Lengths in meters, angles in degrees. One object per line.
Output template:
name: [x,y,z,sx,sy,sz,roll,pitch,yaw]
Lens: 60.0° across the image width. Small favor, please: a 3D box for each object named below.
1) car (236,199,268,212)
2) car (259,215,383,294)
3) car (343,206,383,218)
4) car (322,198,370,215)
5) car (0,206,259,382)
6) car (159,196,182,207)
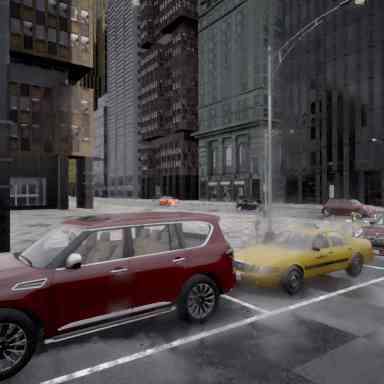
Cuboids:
car: [7.239,1.585,39.172,1.837,1.490,4.892,0,0,-35]
car: [2.934,1.525,8.746,4.829,1.417,1.752,0,0,-36]
car: [7.632,1.439,12.099,4.097,1.590,1.967,0,0,-36]
car: [14.027,1.398,29.646,2.097,1.767,4.553,0,0,-35]
car: [-1.489,1.315,5.592,5.009,1.841,2.192,0,0,-36]
car: [-3.619,1.487,54.486,2.097,1.767,4.553,0,0,-35]
